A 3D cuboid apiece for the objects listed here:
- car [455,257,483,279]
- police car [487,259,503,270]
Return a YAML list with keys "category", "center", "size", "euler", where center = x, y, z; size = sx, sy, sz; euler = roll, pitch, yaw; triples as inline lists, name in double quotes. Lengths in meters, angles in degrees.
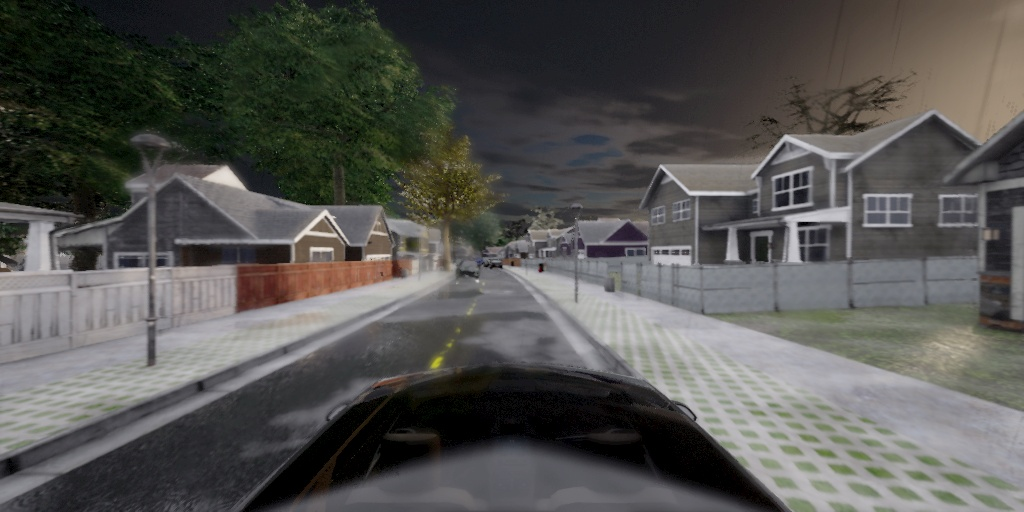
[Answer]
- category: "car"
  center: [-3.926, 1.150, 32.532]
  size: [2.097, 1.767, 4.553]
  euler: [0, 0, -4]
- category: "police car"
  center: [-2.546, 1.310, 57.589]
  size: [1.930, 1.638, 5.238]
  euler: [0, 0, -7]
